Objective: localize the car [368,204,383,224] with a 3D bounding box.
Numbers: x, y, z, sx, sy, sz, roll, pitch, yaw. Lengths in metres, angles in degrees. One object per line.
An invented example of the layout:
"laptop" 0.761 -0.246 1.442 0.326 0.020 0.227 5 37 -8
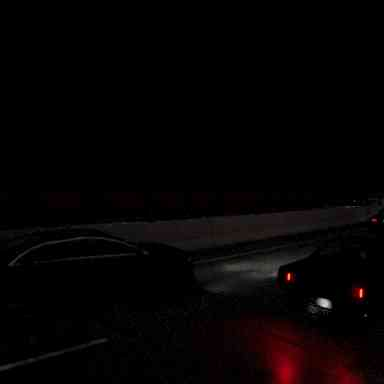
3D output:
"car" 12.082 1.583 19.369 5.357 1.411 2.033 0 0 -44

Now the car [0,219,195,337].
"car" -2.166 1.511 6.732 4.902 1.511 2.128 0 0 -37

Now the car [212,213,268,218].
"car" 3.328 1.649 20.879 4.718 1.301 1.895 0 0 -44

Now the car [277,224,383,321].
"car" 3.981 1.615 7.117 4.718 1.301 1.895 0 0 -40

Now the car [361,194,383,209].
"car" 27.183 1.313 49.184 5.566 2.045 2.150 0 0 -44
